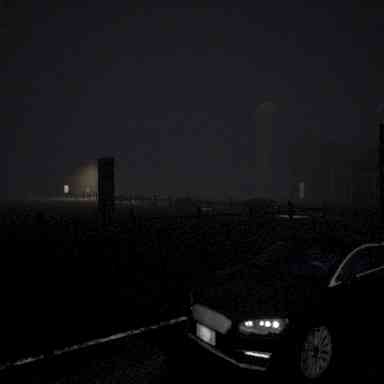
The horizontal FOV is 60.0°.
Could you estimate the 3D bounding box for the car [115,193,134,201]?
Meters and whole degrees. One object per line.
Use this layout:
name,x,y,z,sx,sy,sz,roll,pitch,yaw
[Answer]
car,-13.535,0.905,66.048,1.837,1.490,4.892,-1,1,-36

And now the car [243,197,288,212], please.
car,7.071,1.306,32.507,1.837,1.490,4.892,-1,1,-36

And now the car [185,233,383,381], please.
car,2.162,1.491,5.531,4.902,1.511,2.128,0,0,-36

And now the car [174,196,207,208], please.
car,-0.195,1.230,42.613,2.033,1.411,5.357,-1,1,-36

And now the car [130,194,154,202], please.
car,-8.677,1.084,59.318,1.895,1.301,4.718,-1,1,-36

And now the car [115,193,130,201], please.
car,-12.610,1.023,60.046,2.033,1.411,5.357,-1,1,-36
